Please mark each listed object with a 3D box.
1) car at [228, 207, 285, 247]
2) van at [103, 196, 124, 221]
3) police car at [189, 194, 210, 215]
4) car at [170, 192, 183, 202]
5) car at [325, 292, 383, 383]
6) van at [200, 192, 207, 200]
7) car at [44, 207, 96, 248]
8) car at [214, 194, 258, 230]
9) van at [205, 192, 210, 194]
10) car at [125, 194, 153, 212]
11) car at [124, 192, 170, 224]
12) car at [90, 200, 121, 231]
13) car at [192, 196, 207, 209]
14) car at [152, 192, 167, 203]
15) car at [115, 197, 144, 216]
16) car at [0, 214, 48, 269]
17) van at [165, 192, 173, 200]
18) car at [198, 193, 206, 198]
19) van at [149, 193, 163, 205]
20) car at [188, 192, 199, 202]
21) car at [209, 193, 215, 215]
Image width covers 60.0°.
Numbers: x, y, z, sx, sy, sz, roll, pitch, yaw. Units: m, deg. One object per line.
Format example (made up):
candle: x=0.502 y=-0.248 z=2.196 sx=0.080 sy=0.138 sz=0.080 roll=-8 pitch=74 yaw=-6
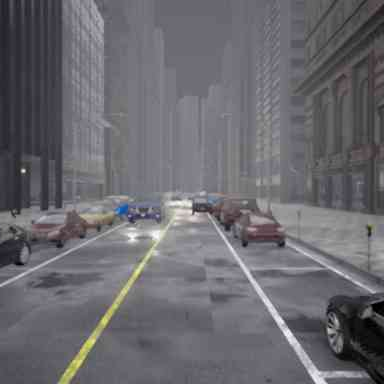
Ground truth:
car: x=2.770 y=1.501 z=14.215 sx=1.802 sy=1.307 sz=4.206 roll=0 pitch=0 yaw=0
van: x=-5.750 y=1.199 z=25.424 sx=1.690 sy=1.788 sz=3.998 roll=0 pitch=0 yaw=0
police car: x=0.914 y=1.249 z=31.714 sx=1.930 sy=1.638 sz=5.238 roll=0 pitch=0 yaw=0
car: x=-2.980 y=1.252 z=64.703 sx=1.895 sy=1.301 sz=4.718 roll=0 pitch=0 yaw=0
car: x=2.765 y=1.548 z=2.997 sx=1.947 sy=1.339 sz=4.313 roll=0 pitch=0 yaw=0
van: x=2.800 y=0.903 z=81.522 sx=1.690 sy=1.788 sz=3.998 roll=0 pitch=0 yaw=0
car: x=-5.755 y=1.501 z=14.206 sx=1.802 sy=1.307 sz=4.206 roll=0 pitch=0 yaw=0
car: x=2.773 y=1.203 z=19.822 sx=2.192 sy=1.841 sz=5.009 roll=0 pitch=0 yaw=0
van: x=2.783 y=1.108 z=42.259 sx=1.690 sy=1.788 sz=3.998 roll=0 pitch=0 yaw=0
car: x=-5.745 y=1.112 z=36.642 sx=2.192 sy=1.841 sz=5.009 roll=0 pitch=0 yaw=0
car: x=-3.086 y=1.087 z=23.908 sx=2.150 sy=2.045 sz=5.566 roll=0 pitch=0 yaw=0
car: x=-5.753 y=1.414 z=19.645 sx=1.752 sy=1.417 sz=4.829 roll=0 pitch=0 yaw=0
car: x=0.919 y=1.296 z=41.604 sx=1.812 sy=1.442 sz=4.674 roll=0 pitch=0 yaw=0
car: x=-5.735 y=0.993 z=59.080 sx=2.192 sy=1.841 sz=5.009 roll=0 pitch=0 yaw=0
car: x=-5.748 y=1.267 z=31.033 sx=1.967 sy=1.590 sz=4.097 roll=0 pitch=0 yaw=0
car: x=-5.757 y=1.501 z=8.597 sx=2.008 sy=1.369 sz=4.403 roll=0 pitch=0 yaw=0
van: x=-5.725 y=0.903 z=81.518 sx=1.690 sy=1.788 sz=3.998 roll=0 pitch=0 yaw=0
car: x=2.805 y=1.070 z=92.742 sx=1.947 sy=1.339 sz=4.313 roll=0 pitch=0 yaw=0
van: x=-5.737 y=1.049 z=53.471 sx=1.690 sy=1.788 sz=3.998 roll=0 pitch=0 yaw=0
car: x=0.031 y=1.198 z=67.270 sx=2.033 sy=1.411 sz=5.357 roll=0 pitch=0 yaw=0
car: x=2.775 y=1.172 z=25.432 sx=2.192 sy=1.841 sz=5.009 roll=0 pitch=0 yaw=0
